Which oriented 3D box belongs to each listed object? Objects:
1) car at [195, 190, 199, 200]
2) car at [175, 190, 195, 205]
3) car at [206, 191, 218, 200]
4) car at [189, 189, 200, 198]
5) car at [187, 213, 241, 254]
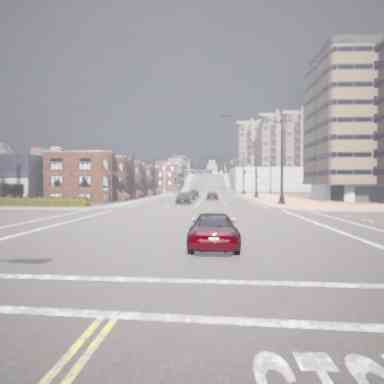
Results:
[{"bbox_3d":[-0.436,0.643,53.104,1.994,1.385,4.181,0,1,4],"label":"car"},{"bbox_3d":[-1.050,0.803,43.136,1.837,1.490,4.892,0,1,4],"label":"car"},{"bbox_3d":[3.428,0.544,56.090,1.812,1.442,4.674,0,1,3],"label":"car"},{"bbox_3d":[0.499,0.248,67.267,1.882,1.535,5.008,0,1,3],"label":"car"},{"bbox_3d":[0.867,1.547,13.492,1.994,1.385,4.181,0,1,3],"label":"car"}]
